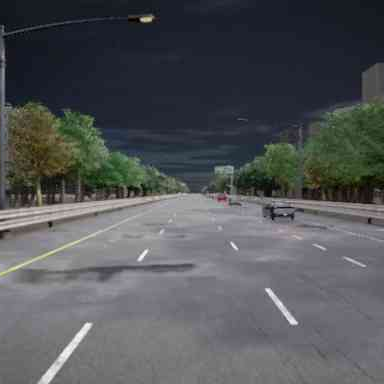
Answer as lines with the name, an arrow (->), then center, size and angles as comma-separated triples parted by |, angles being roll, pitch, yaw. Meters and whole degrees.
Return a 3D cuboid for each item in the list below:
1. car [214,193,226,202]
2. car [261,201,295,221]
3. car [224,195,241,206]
car -> 7.359, 1.360, 82.118 | 2.150, 2.045, 5.566 | 0, 0, 1
car -> 7.038, 1.523, 27.500 | 2.128, 1.511, 4.902 | 0, 0, 0
car -> 7.172, 1.634, 57.066 | 2.033, 1.411, 5.357 | 0, 0, 0
